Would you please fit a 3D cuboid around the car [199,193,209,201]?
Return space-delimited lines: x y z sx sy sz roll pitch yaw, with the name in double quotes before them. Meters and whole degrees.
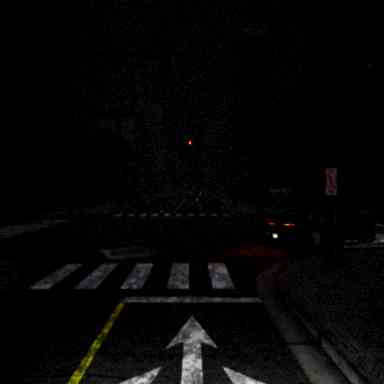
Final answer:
"car" 2.385 1.002 66.840 2.008 1.369 4.403 0 0 0

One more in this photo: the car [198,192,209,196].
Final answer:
"car" 2.370 1.097 55.819 1.947 1.339 4.313 0 0 0

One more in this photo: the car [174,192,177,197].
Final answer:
"car" -5.616 0.890 83.383 2.008 1.369 4.403 0 0 0

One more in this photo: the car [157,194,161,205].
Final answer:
"car" -5.671 1.056 44.808 1.967 1.590 4.097 0 0 0

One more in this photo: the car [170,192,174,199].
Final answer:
"car" -5.632 0.853 72.361 1.967 1.590 4.097 0 0 0

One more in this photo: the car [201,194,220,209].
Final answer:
"car" 2.347 1.226 39.286 1.947 1.339 4.313 0 0 0

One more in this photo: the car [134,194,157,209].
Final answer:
"car" -5.678 1.100 39.297 1.967 1.590 4.097 0 0 0

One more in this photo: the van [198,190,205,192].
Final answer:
"van" 2.378 0.832 61.328 1.690 1.788 3.998 0 0 0

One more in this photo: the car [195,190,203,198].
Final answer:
"car" 2.055 0.501 93.282 2.150 2.045 5.566 0 0 0

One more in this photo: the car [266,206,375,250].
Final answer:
"car" 5.241 1.339 13.428 4.892 1.490 1.837 -1 -3 -27

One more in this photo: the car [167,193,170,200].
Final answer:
"car" -5.647 1.042 61.341 2.008 1.369 4.403 0 0 0

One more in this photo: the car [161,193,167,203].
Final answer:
"car" -5.655 1.113 55.830 1.802 1.307 4.206 0 0 0

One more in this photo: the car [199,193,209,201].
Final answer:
"car" 2.362 1.155 50.309 1.802 1.307 4.206 0 0 0

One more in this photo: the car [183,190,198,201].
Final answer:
"car" -0.252 0.959 66.435 1.837 1.490 4.892 0 0 0
